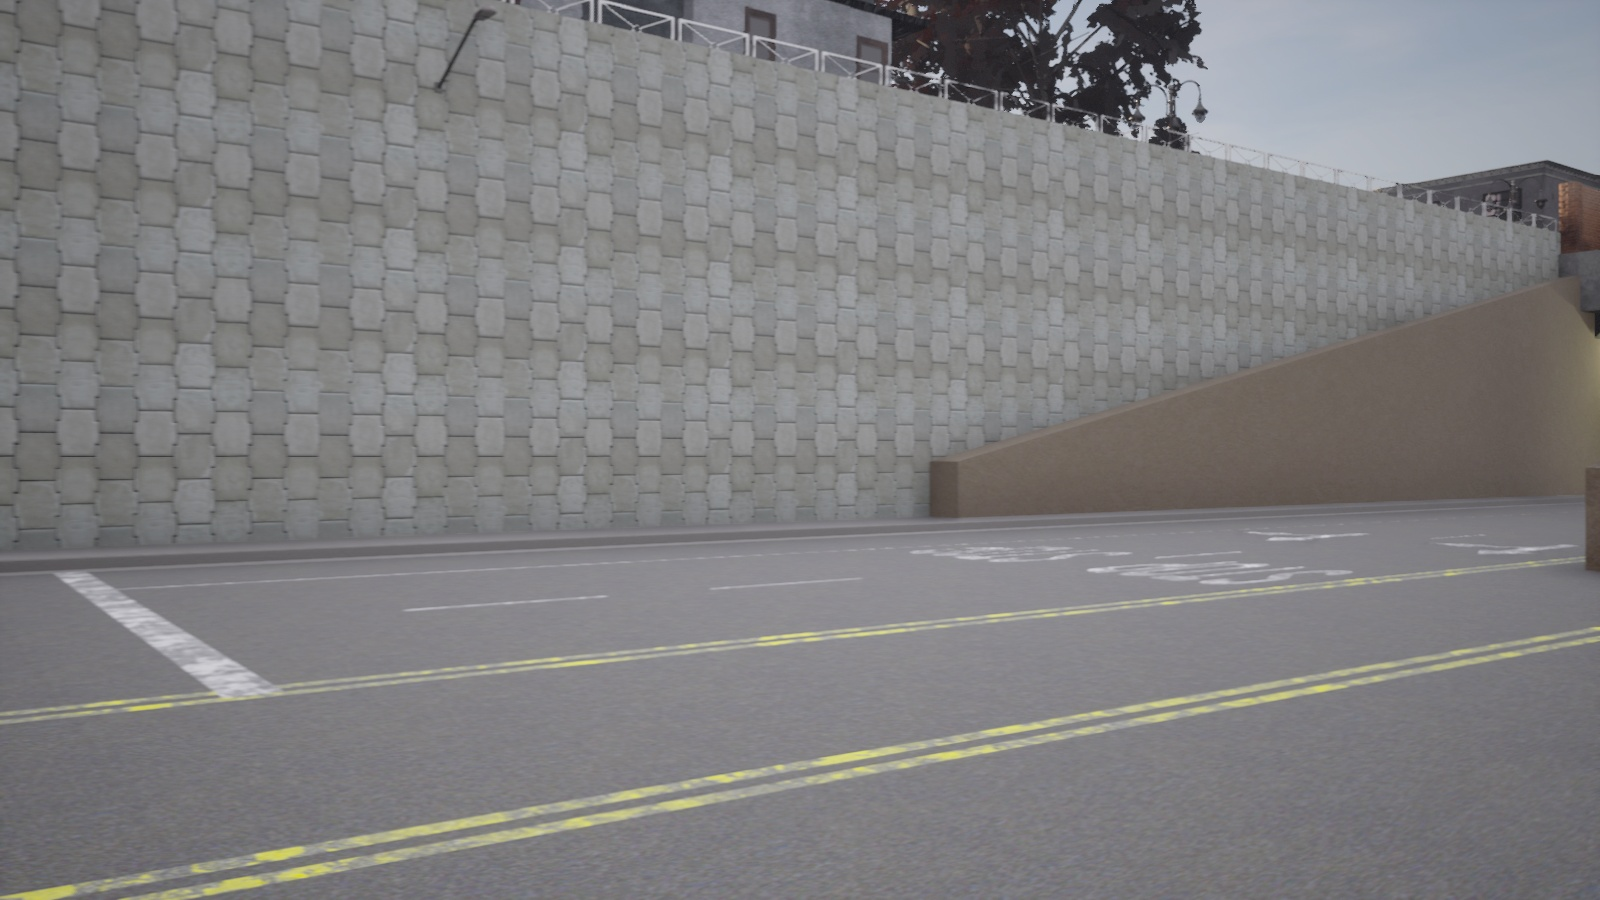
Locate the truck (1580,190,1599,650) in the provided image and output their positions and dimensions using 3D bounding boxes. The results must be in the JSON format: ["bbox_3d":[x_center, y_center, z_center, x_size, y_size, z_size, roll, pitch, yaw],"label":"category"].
[{"bbox_3d":[10.032,-0.232,10.647,7.936,3.462,2.891,0,0,-35],"label":"truck"}]
